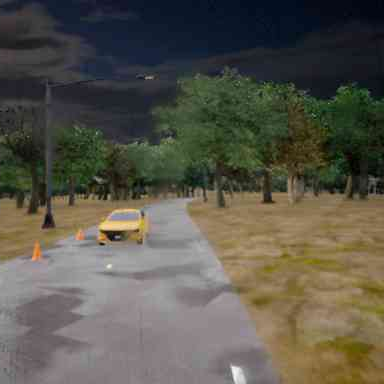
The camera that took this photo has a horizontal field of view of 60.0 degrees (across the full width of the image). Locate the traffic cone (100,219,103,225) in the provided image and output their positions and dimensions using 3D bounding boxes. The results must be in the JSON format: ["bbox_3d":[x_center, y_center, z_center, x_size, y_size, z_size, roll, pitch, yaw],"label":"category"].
[{"bbox_3d":[-5.779,2.047,21.323,0.340,0.580,0.340,0,0,-3],"label":"traffic cone"}]

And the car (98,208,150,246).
[{"bbox_3d":[-3.112,1.552,15.921,1.882,1.535,5.008,0,0,-3],"label":"car"}]

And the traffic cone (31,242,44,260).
[{"bbox_3d":[-5.303,2.019,11.402,0.340,0.580,0.340,0,0,-2],"label":"traffic cone"}]

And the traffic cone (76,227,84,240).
[{"bbox_3d":[-5.507,2.036,16.360,0.340,0.580,0.340,0,0,-3],"label":"traffic cone"}]
